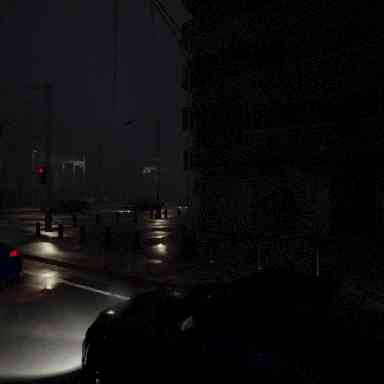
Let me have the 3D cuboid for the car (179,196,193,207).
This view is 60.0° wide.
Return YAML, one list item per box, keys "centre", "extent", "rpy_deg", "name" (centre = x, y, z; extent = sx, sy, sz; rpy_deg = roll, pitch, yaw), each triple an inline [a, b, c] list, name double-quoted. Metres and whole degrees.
- centre: [0.042, 1.449, 50.551]
  extent: [1.837, 1.490, 4.892]
  rpy_deg: [0, 0, 36]
  name: "car"

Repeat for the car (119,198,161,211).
- centre: [-6.395, 1.492, 41.660]
  extent: [2.033, 1.411, 5.357]
  rpy_deg: [0, 0, 36]
  name: "car"

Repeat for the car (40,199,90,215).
- centre: [-12.565, 1.449, 33.121]
  extent: [1.837, 1.490, 4.892]
  rpy_deg: [0, 0, 36]
  name: "car"

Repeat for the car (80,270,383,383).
- centre: [0.755, 1.564, 3.452]
  extent: [4.181, 1.385, 1.994]
  rpy_deg: [0, 0, 36]
  name: "car"

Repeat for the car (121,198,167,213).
- centre: [-5.146, 1.492, 37.069]
  extent: [2.033, 1.411, 5.357]
  rpy_deg: [0, 0, 36]
  name: "car"

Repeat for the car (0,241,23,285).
- centre: [-6.097, 1.564, 8.319]
  extent: [4.181, 1.385, 1.994]
  rpy_deg: [0, 0, 36]
  name: "car"
